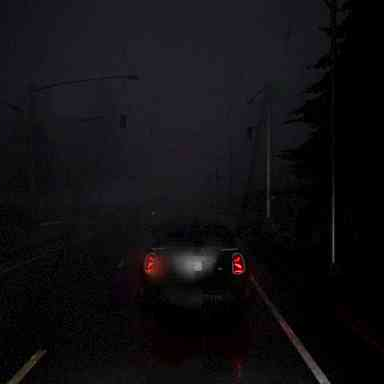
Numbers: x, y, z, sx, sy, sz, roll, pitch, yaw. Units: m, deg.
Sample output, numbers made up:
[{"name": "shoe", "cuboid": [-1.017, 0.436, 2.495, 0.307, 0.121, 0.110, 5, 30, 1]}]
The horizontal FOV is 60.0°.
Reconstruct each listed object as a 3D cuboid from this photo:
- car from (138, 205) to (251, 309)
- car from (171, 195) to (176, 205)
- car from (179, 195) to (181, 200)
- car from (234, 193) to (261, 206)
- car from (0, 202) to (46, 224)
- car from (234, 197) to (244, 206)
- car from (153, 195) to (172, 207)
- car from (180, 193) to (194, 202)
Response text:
[{"name": "car", "cuboid": [0.072, 1.352, 8.047, 2.097, 1.767, 4.553, 0, 0, 1]}, {"name": "car", "cuboid": [-4.051, 1.475, 53.995, 1.837, 1.490, 4.892, 0, 0, 0]}, {"name": "car", "cuboid": [-2.115, 1.158, 83.545, 2.097, 1.767, 4.553, 0, 0, -13]}, {"name": "car", "cuboid": [8.504, 1.146, 51.272, 3.866, 1.878, 1.905, 0, 0, -1]}, {"name": "car", "cuboid": [-13.128, 1.476, 23.949, 4.902, 1.511, 2.128, 0, 0, 1]}, {"name": "car", "cuboid": [8.915, 1.144, 48.761, 4.605, 1.855, 1.932, 0, 0, -1]}, {"name": "car", "cuboid": [-3.986, 1.496, 43.622, 1.812, 1.442, 4.674, 0, 0, 0]}, {"name": "car", "cuboid": [-0.841, 1.555, 73.411, 1.895, 1.301, 4.718, 0, 0, -7]}]
